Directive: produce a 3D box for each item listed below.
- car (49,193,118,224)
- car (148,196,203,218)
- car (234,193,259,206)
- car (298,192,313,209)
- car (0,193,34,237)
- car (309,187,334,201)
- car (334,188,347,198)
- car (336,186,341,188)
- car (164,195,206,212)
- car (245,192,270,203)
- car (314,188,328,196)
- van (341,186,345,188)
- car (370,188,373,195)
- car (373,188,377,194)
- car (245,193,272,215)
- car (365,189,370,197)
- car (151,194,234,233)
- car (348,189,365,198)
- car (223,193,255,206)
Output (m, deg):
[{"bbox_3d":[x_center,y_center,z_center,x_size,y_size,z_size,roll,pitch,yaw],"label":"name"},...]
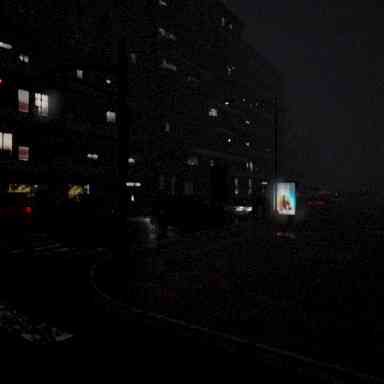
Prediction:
[{"bbox_3d":[-6.955,1.007,22.444,2.192,1.841,5.009,2,2,35],"label":"car"},{"bbox_3d":[-1.204,1.105,26.155,1.812,1.442,4.674,0,1,35],"label":"car"},{"bbox_3d":[6.809,0.881,37.556,1.994,1.385,4.181,0,1,35],"label":"car"},{"bbox_3d":[9.498,0.963,31.306,1.947,1.339,4.313,1,2,35],"label":"car"},{"bbox_3d":[-10.116,1.073,14.849,5.566,2.045,2.150,-1,1,-44],"label":"car"},{"bbox_3d":[18.906,0.230,49.245,2.150,2.045,5.566,0,1,35],"label":"car"},{"bbox_3d":[25.090,0.404,58.052,1.895,1.301,4.718,0,1,35],"label":"car"},{"bbox_3d":[34.468,-0.243,81.456,1.967,1.590,4.097,2,2,35],"label":"car"},{"bbox_3d":[-0.584,1.066,31.529,1.802,1.307,4.206,2,2,35],"label":"car"},{"bbox_3d":[8.975,0.752,45.146,1.802,1.307,4.206,2,2,35],"label":"car"},{"bbox_3d":[28.094,-0.028,72.377,1.967,1.590,4.097,2,2,35],"label":"car"},{"bbox_3d":[37.654,-0.449,85.992,1.690,1.788,3.998,2,2,35],"label":"van"},{"bbox_3d":[34.996,0.094,67.627,1.887,1.381,4.507,1,2,35],"label":"car"},{"bbox_3d":[38.183,-0.014,72.167,1.887,1.381,4.507,1,2,35],"label":"car"},{"bbox_3d":[6.311,1.067,26.766,1.947,1.339,4.313,1,2,35],"label":"car"},{"bbox_3d":[31.809,0.096,63.083,1.967,1.590,4.097,1,2,35],"label":"car"},{"bbox_3d":[-0.062,1.024,17.679,2.192,1.841,5.009,1,2,35],"label":"car"},{"bbox_3d":[28.622,0.307,58.547,1.887,1.381,4.507,1,2,35],"label":"car"},{"bbox_3d":[5.789,0.826,40.607,2.008,1.369,4.403,2,2,35],"label":"car"}]
